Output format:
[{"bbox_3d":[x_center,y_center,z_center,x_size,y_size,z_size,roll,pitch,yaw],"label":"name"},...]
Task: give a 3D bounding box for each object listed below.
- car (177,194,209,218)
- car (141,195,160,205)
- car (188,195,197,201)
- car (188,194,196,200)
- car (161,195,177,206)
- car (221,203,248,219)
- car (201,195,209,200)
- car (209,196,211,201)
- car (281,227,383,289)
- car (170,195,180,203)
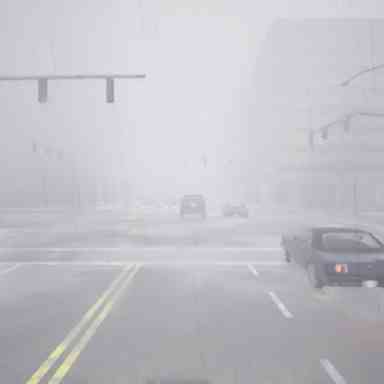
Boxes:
[{"bbox_3d":[0.103,1.185,29.499,2.150,2.045,5.566,0,0,0],"label":"car"},{"bbox_3d":[-7.048,1.285,55.066,2.097,1.767,4.553,0,0,0],"label":"car"},{"bbox_3d":[0.011,1.442,78.058,2.033,1.411,5.357,0,0,0],"label":"car"},{"bbox_3d":[0.012,1.340,88.022,2.033,1.411,5.357,0,0,0],"label":"car"},{"bbox_3d":[-3.548,1.535,54.637,1.895,1.301,4.718,0,0,0],"label":"car"},{"bbox_3d":[3.602,1.566,28.870,1.895,1.301,4.718,0,0,0],"label":"car"},{"bbox_3d":[3.512,1.395,88.051,1.895,1.301,4.718,0,0,0],"label":"car"},{"bbox_3d":[3.511,1.499,78.926,1.895,1.301,4.718,0,0,0],"label":"car"},{"bbox_3d":[3.753,1.590,9.001,1.895,1.301,4.718,0,0,3],"label":"car"},{"bbox_3d":[-3.490,1.393,70.372,1.882,1.535,5.008,0,0,0],"label":"car"}]
